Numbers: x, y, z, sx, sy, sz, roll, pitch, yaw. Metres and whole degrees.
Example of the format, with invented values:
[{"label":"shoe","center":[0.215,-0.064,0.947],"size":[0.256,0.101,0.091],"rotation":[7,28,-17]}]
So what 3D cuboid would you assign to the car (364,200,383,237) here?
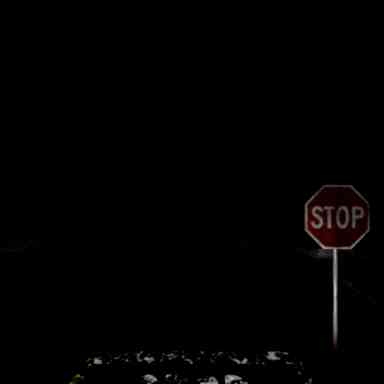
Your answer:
[{"label":"car","center":[8.652,1.402,16.095],"size":[5.566,2.045,2.150],"rotation":[1,-1,-4]}]
